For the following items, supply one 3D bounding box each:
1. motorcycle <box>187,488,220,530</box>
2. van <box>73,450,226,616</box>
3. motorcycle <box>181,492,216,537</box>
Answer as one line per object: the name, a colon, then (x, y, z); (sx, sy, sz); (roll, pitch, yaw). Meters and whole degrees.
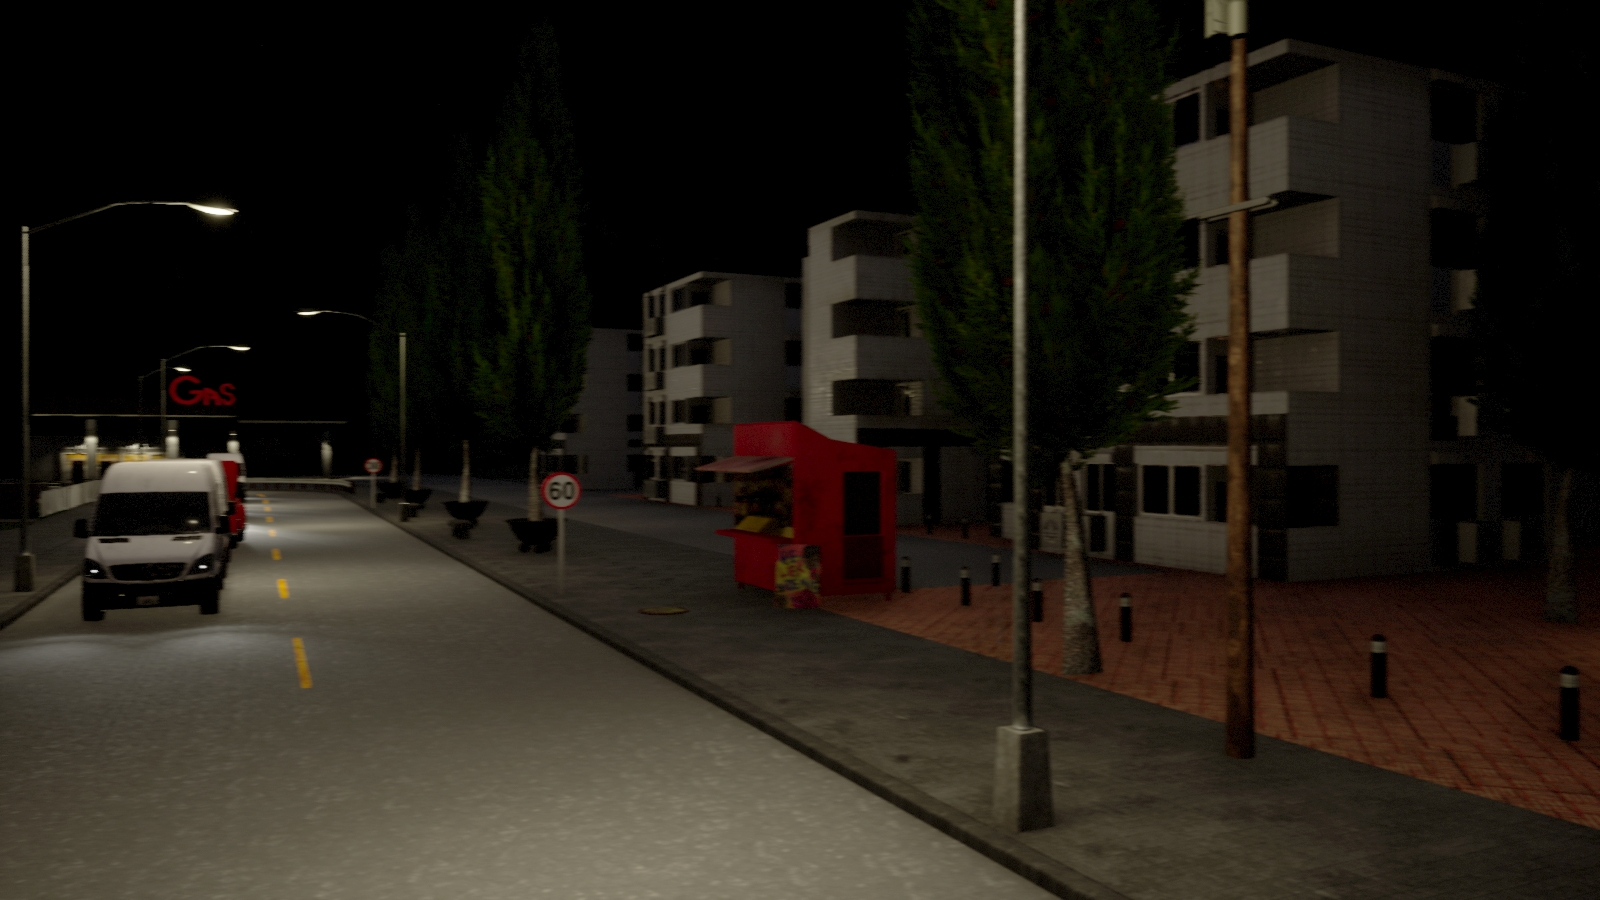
motorcycle: (-19.718, 1.934, 37.808); (0.867, 1.251, 2.209); (0, 0, -25)
van: (-11.618, 1.287, 20.756); (1.988, 2.561, 5.915); (0, 0, -26)
motorcycle: (-17.946, 1.916, 34.121); (0.856, 1.236, 1.805); (0, 0, -25)
